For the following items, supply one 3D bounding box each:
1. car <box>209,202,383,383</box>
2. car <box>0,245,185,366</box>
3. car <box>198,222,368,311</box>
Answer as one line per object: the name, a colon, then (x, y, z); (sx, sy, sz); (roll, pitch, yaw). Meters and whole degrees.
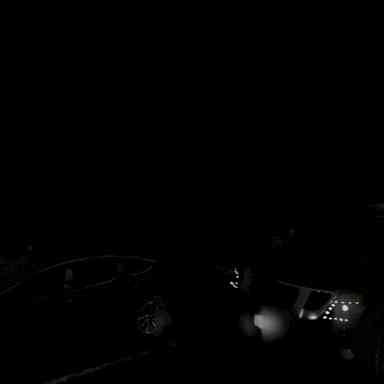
car: (3.107, 1.221, 5.594); (5.566, 2.045, 2.150); (0, 0, -35)
car: (-2.115, 1.566, 5.027); (4.313, 1.339, 1.947); (0, 0, -35)
car: (2.365, 1.582, 8.220); (4.206, 1.307, 1.802); (0, 0, -35)
